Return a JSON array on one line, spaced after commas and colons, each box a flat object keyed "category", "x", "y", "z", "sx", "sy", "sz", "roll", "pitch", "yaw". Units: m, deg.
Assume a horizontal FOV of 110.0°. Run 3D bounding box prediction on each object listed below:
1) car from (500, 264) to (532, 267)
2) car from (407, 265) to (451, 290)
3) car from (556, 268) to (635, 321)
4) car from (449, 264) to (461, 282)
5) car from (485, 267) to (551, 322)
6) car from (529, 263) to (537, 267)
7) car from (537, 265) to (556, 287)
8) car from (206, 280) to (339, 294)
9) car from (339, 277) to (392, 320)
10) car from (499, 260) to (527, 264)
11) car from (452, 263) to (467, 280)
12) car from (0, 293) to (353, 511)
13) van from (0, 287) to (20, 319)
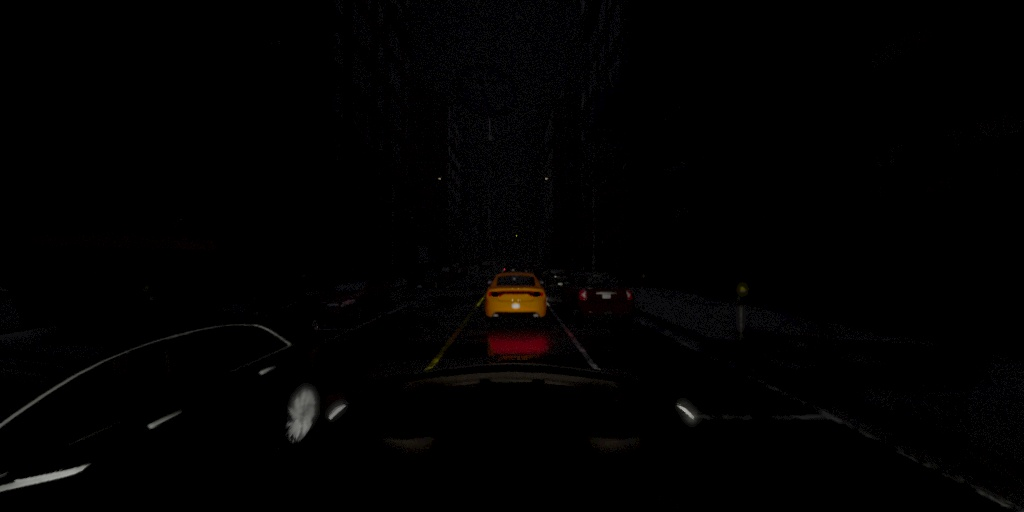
[{"category": "car", "x": 0.169, "y": 1.489, "z": 25.506, "sx": 1.994, "sy": 1.385, "sz": 4.181, "roll": 0, "pitch": -1, "yaw": 1}, {"category": "car", "x": -5.600, "y": 1.478, "z": 23.873, "sx": 1.948, "sy": 1.339, "sz": 4.313, "roll": 0, "pitch": 0, "yaw": 0}, {"category": "car", "x": 2.889, "y": 1.271, "z": 12.843, "sx": 1.967, "sy": 1.591, "sz": 4.097, "roll": 0, "pitch": 0, "yaw": 0}, {"category": "car", "x": -5.582, "y": 1.536, "z": 29.374, "sx": 1.802, "sy": 1.307, "sz": 4.207, "roll": 0, "pitch": 0, "yaw": 0}, {"category": "car", "x": 0.130, "y": 1.308, "z": 12.722, "sx": 1.882, "sy": 1.535, "sz": 5.008, "roll": 0, "pitch": -1, "yaw": 0}, {"category": "car", "x": 2.962, "y": 1.561, "z": 34.847, "sx": 1.948, "sy": 1.339, "sz": 4.313, "roll": 0, "pitch": 0, "yaw": 0}, {"category": "car", "x": 2.925, "y": 1.463, "z": 23.845, "sx": 2.007, "sy": 1.370, "sz": 4.403, "roll": 0, "pitch": 0, "yaw": 0}, {"category": "car", "x": -5.654, "y": 1.356, "z": 7.370, "sx": 1.948, "sy": 1.339, "sz": 4.313, "roll": 0, "pitch": 0, "yaw": 0}, {"category": "car", "x": -5.636, "y": 1.413, "z": 12.871, "sx": 1.802, "sy": 1.307, "sz": 4.207, "roll": 0, "pitch": 0, "yaw": 0}, {"category": "car", "x": 0.137, "y": 1.352, "z": 35.461, "sx": 2.097, "sy": 1.767, "sz": 4.553, "roll": 0, "pitch": 0, "yaw": 1}, {"category": "car", "x": -5.564, "y": 1.435, "z": 34.876, "sx": 1.967, "sy": 1.591, "sz": 4.097, "roll": 0, "pitch": 0, "yaw": 0}, {"category": "car", "x": -3.103, "y": 1.259, "z": 2.369, "sx": 1.837, "sy": 1.490, "sz": 4.892, "roll": 0, "pitch": 0, "yaw": 0}, {"category": "van", "x": -5.673, "y": 1.091, "z": 1.868, "sx": 1.690, "sy": 1.789, "sz": 3.998, "roll": 0, "pitch": 0, "yaw": 0}]
